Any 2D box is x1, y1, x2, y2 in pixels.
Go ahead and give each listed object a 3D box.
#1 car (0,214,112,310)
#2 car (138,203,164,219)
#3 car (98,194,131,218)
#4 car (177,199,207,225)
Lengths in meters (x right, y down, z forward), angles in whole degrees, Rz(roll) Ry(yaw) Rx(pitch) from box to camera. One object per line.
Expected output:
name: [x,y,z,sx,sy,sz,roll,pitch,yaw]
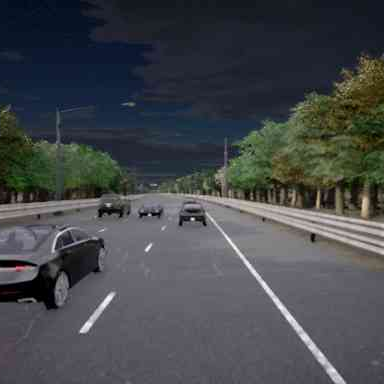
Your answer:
car: [-3.405,1.496,7.797,2.128,1.511,4.902,0,0,0]
car: [-3.550,1.618,29.762,1.895,1.301,4.718,0,0,-1]
car: [-7.064,1.240,30.668,2.150,2.045,5.566,0,0,-1]
car: [0.024,1.518,23.952,1.837,1.490,4.892,0,0,-1]
